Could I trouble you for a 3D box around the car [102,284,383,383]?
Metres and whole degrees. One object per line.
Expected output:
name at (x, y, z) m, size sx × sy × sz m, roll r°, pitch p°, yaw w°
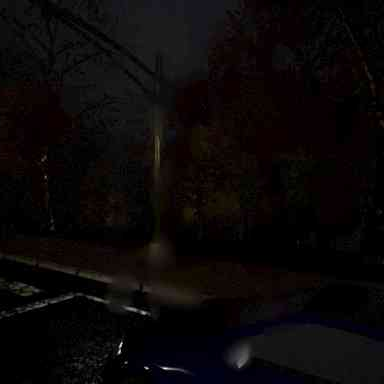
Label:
car at (1.158, 1.564, 2.857) m, size 4.181 × 1.385 × 1.994 m, roll 0°, pitch 0°, yaw 35°
